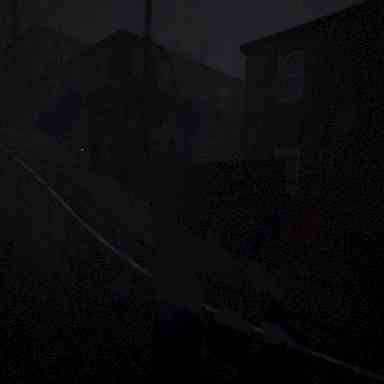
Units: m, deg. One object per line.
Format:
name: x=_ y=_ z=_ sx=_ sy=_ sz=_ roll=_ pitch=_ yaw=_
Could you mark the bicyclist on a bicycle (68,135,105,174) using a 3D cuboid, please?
bicyclist on a bicycle: x=-4.327 y=-1.558 z=14.020 sx=1.656 sy=1.620 sz=0.582 roll=4 pitch=15 yaw=-41
